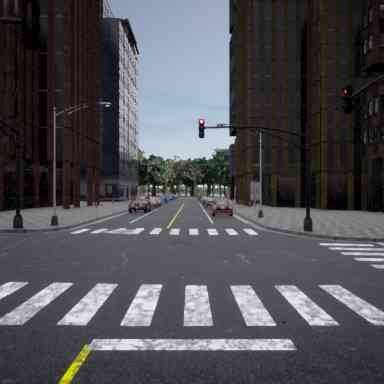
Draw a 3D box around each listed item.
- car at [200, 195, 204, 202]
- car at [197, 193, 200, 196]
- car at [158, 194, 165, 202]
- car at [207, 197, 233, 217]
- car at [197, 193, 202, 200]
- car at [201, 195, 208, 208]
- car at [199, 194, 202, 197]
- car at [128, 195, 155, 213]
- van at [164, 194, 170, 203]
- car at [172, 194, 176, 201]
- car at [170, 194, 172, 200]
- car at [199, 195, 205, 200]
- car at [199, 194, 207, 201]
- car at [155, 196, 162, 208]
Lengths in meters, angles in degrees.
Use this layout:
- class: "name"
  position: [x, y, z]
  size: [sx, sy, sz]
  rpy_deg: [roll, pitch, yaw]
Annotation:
- class: "car"
  position: [2.748, 1.556, 53.533]
  size: [1.887, 1.381, 4.507]
  rpy_deg: [0, 0, 0]
- class: "car"
  position: [2.740, 1.341, 80.721]
  size: [2.192, 1.841, 5.009]
  rpy_deg: [0, 0, 0]
- class: "car"
  position: [-5.777, 1.537, 53.361]
  size: [1.752, 1.417, 4.829]
  rpy_deg: [0, 0, 0]
- class: "car"
  position: [2.754, 1.444, 31.783]
  size: [1.967, 1.590, 4.097]
  rpy_deg: [0, 0, 0]
- class: "car"
  position: [2.742, 1.548, 75.453]
  size: [1.752, 1.417, 4.829]
  rpy_deg: [0, 0, 0]
- class: "car"
  position: [2.750, 1.560, 48.095]
  size: [2.008, 1.369, 4.403]
  rpy_deg: [0, 0, 0]
- class: "car"
  position: [2.745, 1.542, 64.578]
  size: [1.752, 1.417, 4.829]
  rpy_deg: [0, 0, 0]
- class: "car"
  position: [-5.773, 1.320, 37.218]
  size: [2.192, 1.841, 5.009]
  rpy_deg: [0, 0, 0]
- class: "van"
  position: [-5.780, 1.358, 64.406]
  size: [1.690, 1.788, 3.998]
  rpy_deg: [0, 0, 0]
- class: "car"
  position: [-5.786, 1.596, 86.156]
  size: [1.947, 1.339, 4.313]
  rpy_deg: [0, 0, 0]
- class: "car"
  position: [-5.782, 1.570, 69.844]
  size: [2.008, 1.369, 4.403]
  rpy_deg: [0, 0, 0]
- class: "car"
  position: [2.738, 1.560, 91.766]
  size: [1.752, 1.417, 4.829]
  rpy_deg: [0, 0, 0]
- class: "car"
  position: [2.747, 1.559, 58.971]
  size: [1.887, 1.381, 4.507]
  rpy_deg: [0, 0, 0]
- class: "car"
  position: [-5.776, 1.591, 48.093]
  size: [1.802, 1.307, 4.206]
  rpy_deg: [0, 0, 0]
